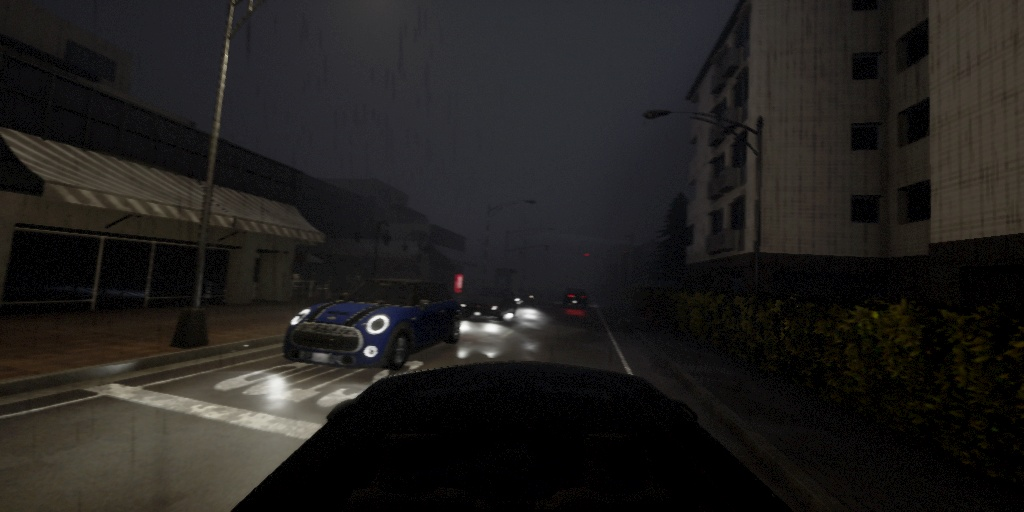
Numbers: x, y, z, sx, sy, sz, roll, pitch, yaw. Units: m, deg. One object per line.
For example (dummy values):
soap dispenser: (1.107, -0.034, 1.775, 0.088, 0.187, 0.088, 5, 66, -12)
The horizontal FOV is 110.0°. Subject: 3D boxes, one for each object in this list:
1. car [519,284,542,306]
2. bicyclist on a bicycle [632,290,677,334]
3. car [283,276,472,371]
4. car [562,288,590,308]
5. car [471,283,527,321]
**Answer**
car: (1.074, 3.048, 27.338, 1.895, 1.301, 4.718, 3, -4, 12)
bicyclist on a bicycle: (5.522, 2.153, 13.851, 1.656, 1.620, 0.582, 3, -4, 12)
car: (-2.761, 1.299, 8.289, 2.097, 1.767, 4.553, 3, -4, 12)
car: (5.088, 3.299, 28.624, 1.837, 1.490, 4.892, 3, -4, 12)
car: (-0.899, 2.227, 17.589, 2.033, 1.411, 5.357, 3, -4, 12)
